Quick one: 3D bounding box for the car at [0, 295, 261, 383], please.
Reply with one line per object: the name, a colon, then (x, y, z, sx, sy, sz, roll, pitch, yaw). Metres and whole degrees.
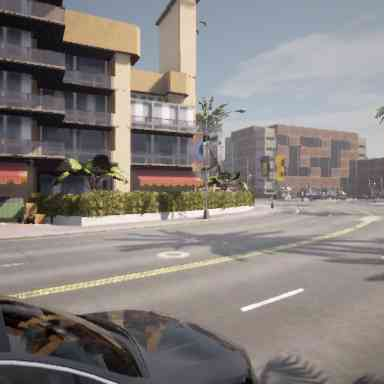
car: (-1.637, 1.501, 2.111, 4.892, 1.490, 1.837, 0, 0, -36)
